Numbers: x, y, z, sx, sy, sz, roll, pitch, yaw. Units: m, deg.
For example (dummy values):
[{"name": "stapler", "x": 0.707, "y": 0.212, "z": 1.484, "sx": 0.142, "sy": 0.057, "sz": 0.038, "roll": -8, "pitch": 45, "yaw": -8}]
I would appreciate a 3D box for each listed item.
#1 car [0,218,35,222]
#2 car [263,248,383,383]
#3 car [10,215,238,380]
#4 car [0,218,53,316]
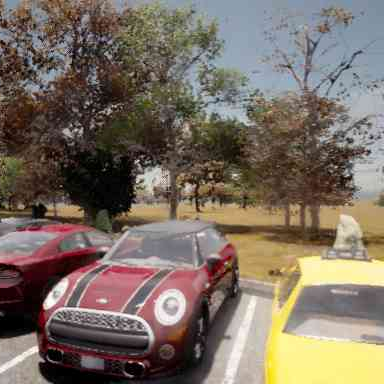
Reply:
[{"name": "car", "x": -5.273, "y": 1.517, "z": 9.365, "sx": 2.163, "sy": 1.488, "sz": 4.792, "roll": 1, "pitch": -1, "yaw": 17}, {"name": "car", "x": 1.948, "y": 1.487, "z": 4.329, "sx": 1.946, "sy": 1.575, "sz": 5.366, "roll": 0, "pitch": -1, "yaw": 16}, {"name": "car", "x": -0.486, "y": 1.363, "z": 5.915, "sx": 2.185, "sy": 1.767, "sz": 4.553, "roll": 1, "pitch": -1, "yaw": 16}, {"name": "car", "x": -2.894, "y": 1.487, "z": 7.628, "sx": 2.097, "sy": 1.535, "sz": 5.008, "roll": 0, "pitch": -1, "yaw": 17}]
